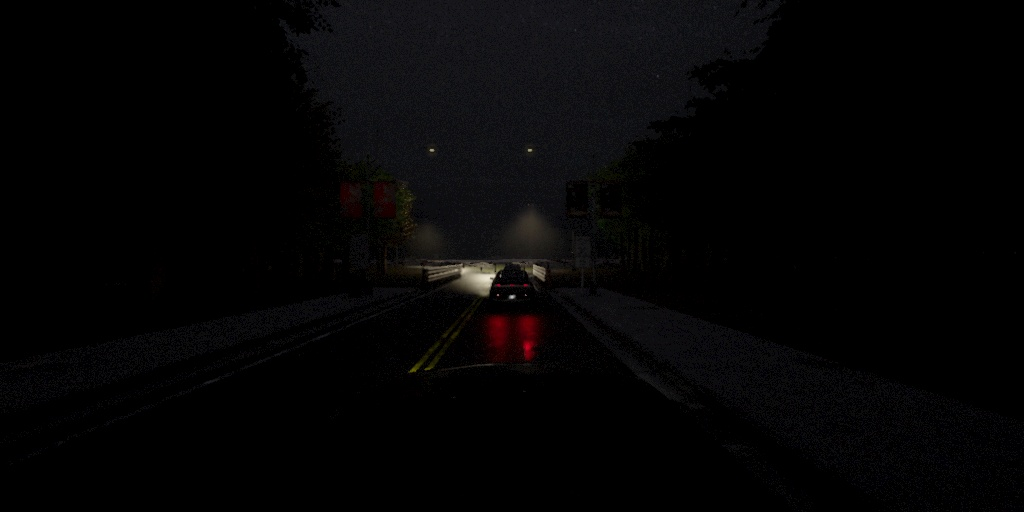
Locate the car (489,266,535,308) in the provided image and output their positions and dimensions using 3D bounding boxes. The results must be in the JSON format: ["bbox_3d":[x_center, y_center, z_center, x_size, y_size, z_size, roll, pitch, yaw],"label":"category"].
[{"bbox_3d":[0.009,1.377,16.146,2.128,1.511,4.902,0,0,0],"label":"car"}]
